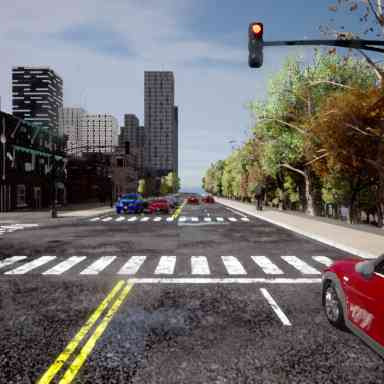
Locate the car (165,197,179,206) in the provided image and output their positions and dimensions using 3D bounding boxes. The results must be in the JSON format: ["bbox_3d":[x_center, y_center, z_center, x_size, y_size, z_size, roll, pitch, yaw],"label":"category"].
[{"bbox_3d":[-3.303,1.527,55.982,2.033,1.411,5.357,0,0,0],"label":"car"}]

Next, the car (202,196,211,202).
[{"bbox_3d":[3.279,1.522,75.455,1.994,1.385,4.181,0,0,0],"label":"car"}]

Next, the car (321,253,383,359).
[{"bbox_3d":[3.350,1.351,4.140,2.097,1.767,4.553,0,0,0],"label":"car"}]

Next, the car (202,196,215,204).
[{"bbox_3d":[3.373,1.453,65.312,1.882,1.535,5.008,0,0,0],"label":"car"}]

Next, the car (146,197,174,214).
[{"bbox_3d":[-3.324,1.466,35.433,1.882,1.535,5.008,0,0,0],"label":"car"}]

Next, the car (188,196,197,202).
[{"bbox_3d":[0.030,1.522,75.778,1.994,1.385,4.181,0,0,0],"label":"car"}]

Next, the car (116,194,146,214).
[{"bbox_3d":[-6.571,1.210,35.767,2.150,2.045,5.566,0,0,0],"label":"car"}]

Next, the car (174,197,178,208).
[{"bbox_3d":[-3.315,1.532,45.409,2.033,1.411,5.357,0,0,0],"label":"car"}]

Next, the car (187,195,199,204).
[{"bbox_3d":[0.121,1.329,61.785,2.097,1.767,4.553,0,0,0],"label":"car"}]

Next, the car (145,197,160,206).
[{"bbox_3d":[-6.551,1.544,55.537,1.994,1.385,4.181,0,0,1],"label":"car"}]

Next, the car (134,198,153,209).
[{"bbox_3d":[-6.567,1.585,45.508,1.895,1.301,4.718,0,0,0],"label":"car"}]
